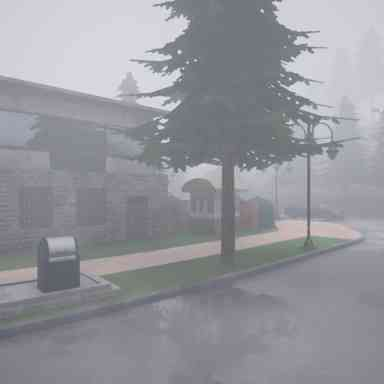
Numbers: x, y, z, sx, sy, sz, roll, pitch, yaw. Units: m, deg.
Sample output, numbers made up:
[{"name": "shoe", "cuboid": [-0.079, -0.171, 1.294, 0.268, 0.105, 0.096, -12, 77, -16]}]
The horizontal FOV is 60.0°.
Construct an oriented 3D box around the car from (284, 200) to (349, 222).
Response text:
[{"name": "car", "cuboid": [9.128, 1.368, 24.693, 1.812, 1.442, 4.674, 0, 0, -41]}]
